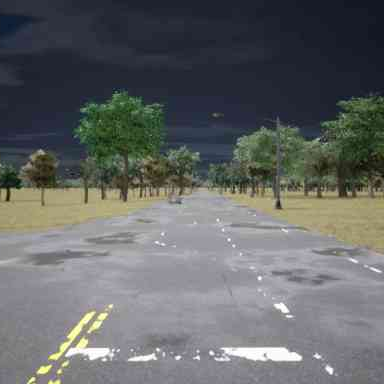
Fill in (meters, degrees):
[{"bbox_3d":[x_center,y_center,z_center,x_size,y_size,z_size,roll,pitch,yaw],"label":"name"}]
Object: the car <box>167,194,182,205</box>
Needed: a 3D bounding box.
[{"bbox_3d":[-2.529,1.109,49.482,2.128,1.511,4.902,0,1,2],"label":"car"}]
